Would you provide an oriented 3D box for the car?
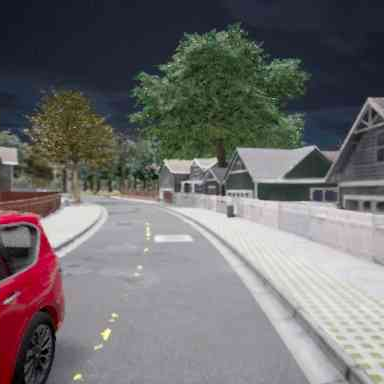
[{"bbox_3d":[-2.729,1.227,2.119,2.150,2.045,5.566,0,0,1],"label":"car"}]
